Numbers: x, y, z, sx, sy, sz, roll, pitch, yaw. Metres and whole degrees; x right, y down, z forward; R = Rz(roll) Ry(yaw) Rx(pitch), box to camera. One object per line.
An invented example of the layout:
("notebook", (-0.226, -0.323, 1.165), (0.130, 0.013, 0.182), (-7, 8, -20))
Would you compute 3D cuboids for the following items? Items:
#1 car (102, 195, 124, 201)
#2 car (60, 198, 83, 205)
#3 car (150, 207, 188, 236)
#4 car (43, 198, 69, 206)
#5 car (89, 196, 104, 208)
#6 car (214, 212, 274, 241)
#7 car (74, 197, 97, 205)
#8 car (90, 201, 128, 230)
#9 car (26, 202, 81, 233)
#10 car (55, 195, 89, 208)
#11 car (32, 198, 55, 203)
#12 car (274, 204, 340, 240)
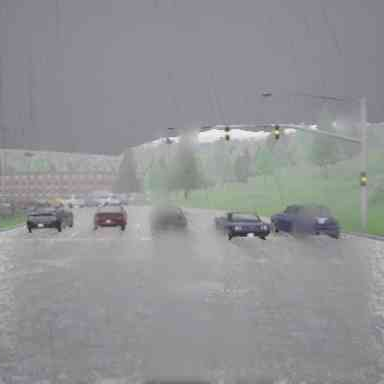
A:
("car", (-15.115, 1.559, 58.878), (5.566, 2.045, 2.150), (0, 0, 40))
("car", (-23.655, 1.871, 65.253), (4.181, 1.385, 1.994), (0, 0, 30))
("car", (-1.348, 1.606, 19.108), (1.837, 1.490, 4.892), (0, 0, -7))
("car", (-25.478, 1.844, 62.265), (5.008, 1.535, 1.882), (0, 0, 30))
("car", (-17.425, 1.894, 56.271), (4.181, 1.385, 1.994), (0, 0, 40))
("car", (2.418, 1.684, 17.347), (1.895, 1.301, 4.718), (0, 0, -7))
("car", (-21.832, 1.846, 68.241), (4.674, 1.442, 1.812), (0, 0, 30))
("car", (-5.310, 1.604, 22.104), (1.882, 1.535, 5.008), (0, 0, -9))
("car", (-8.605, 1.618, 20.543), (2.128, 1.511, 4.902), (0, 0, -8))
("car", (-19.176, 1.540, 53.115), (5.566, 2.045, 2.150), (0, 0, 44))
("car", (-24.320, 1.856, 52.973), (4.674, 1.442, 1.812), (0, 0, 37))
("car", (5.851, 1.429, 17.743), (2.097, 1.767, 4.553), (0, 0, -6))
